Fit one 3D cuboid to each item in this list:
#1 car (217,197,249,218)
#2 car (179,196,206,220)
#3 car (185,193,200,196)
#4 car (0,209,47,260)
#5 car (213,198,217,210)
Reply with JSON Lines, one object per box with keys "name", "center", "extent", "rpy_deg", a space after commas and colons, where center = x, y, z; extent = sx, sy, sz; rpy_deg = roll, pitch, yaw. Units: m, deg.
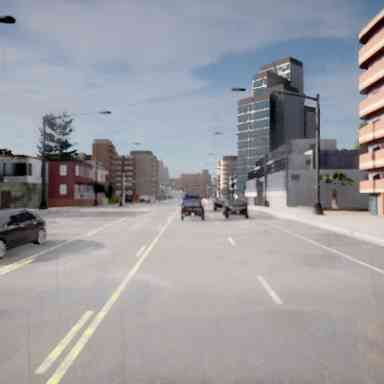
{"name": "car", "center": [3.591, 1.357, 28.260], "extent": [2.128, 1.511, 4.902], "rpy_deg": [0, 0, 0]}
{"name": "car", "center": [0.067, 1.375, 26.748], "extent": [1.837, 1.490, 4.892], "rpy_deg": [0, 0, 0]}
{"name": "car", "center": [0.039, 1.116, 38.651], "extent": [2.150, 2.045, 5.566], "rpy_deg": [0, 0, 1]}
{"name": "car", "center": [-7.092, 1.446, 12.296], "extent": [1.837, 1.490, 4.892], "rpy_deg": [0, 0, 0]}
{"name": "car", "center": [3.555, 1.413, 40.859], "extent": [2.128, 1.511, 4.902], "rpy_deg": [0, -1, 0]}
